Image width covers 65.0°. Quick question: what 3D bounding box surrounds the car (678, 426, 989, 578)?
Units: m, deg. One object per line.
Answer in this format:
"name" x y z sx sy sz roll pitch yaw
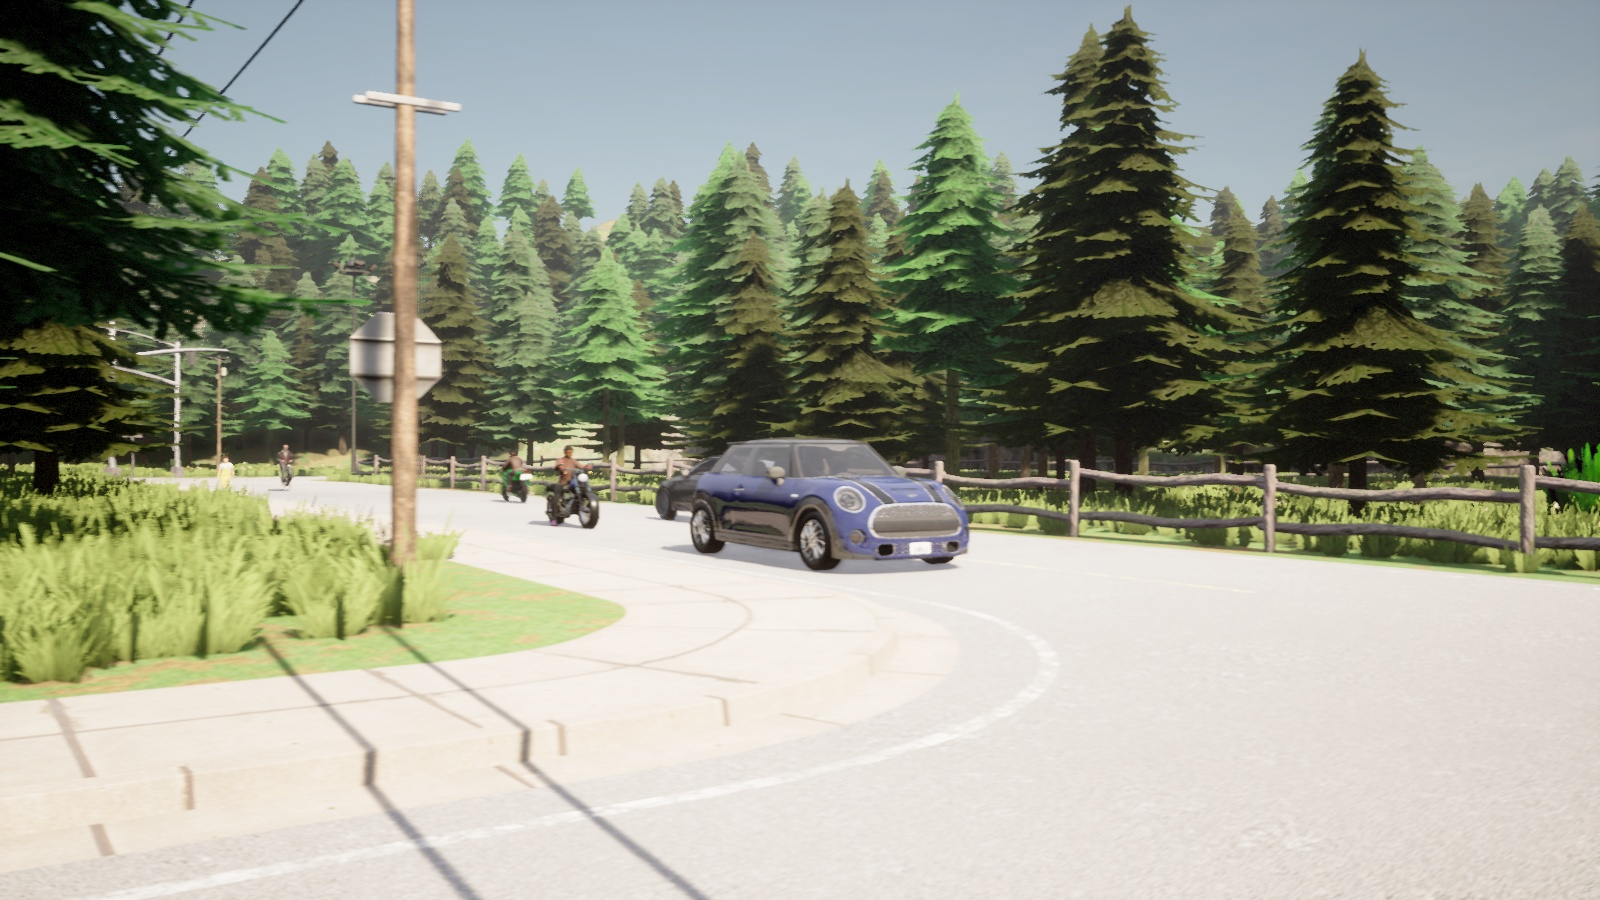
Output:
"car" 0.290 0.615 17.147 2.097 1.767 4.553 0 0 -32

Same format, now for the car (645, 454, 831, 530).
"car" -1.417 0.811 26.379 1.812 1.442 4.674 0 0 -33

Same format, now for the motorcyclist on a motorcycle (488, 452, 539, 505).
"motorcyclist on a motorcycle" -8.441 0.816 36.957 0.797 1.523 2.044 0 0 -34

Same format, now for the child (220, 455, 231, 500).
"child" -16.305 0.786 35.640 0.270 1.263 0.437 0 0 -24

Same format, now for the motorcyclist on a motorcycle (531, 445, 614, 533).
"motorcyclist on a motorcycle" -4.506 0.736 24.716 0.766 1.649 2.350 0 0 -33
